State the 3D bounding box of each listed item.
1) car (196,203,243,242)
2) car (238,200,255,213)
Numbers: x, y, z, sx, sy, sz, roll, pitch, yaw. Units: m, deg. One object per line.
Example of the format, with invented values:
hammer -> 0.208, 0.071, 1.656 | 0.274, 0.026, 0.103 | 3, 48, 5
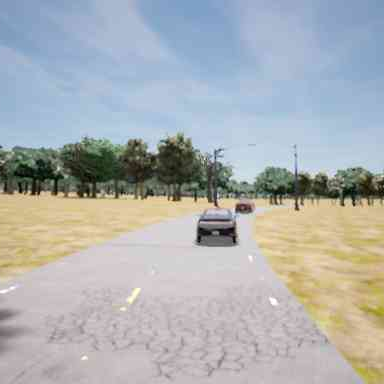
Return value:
car -> 1.316, 1.547, 16.625 | 2.128, 1.511, 4.902 | 0, 0, 7
car -> 6.423, 1.683, 39.928 | 1.882, 1.535, 5.008 | -1, -1, 17
